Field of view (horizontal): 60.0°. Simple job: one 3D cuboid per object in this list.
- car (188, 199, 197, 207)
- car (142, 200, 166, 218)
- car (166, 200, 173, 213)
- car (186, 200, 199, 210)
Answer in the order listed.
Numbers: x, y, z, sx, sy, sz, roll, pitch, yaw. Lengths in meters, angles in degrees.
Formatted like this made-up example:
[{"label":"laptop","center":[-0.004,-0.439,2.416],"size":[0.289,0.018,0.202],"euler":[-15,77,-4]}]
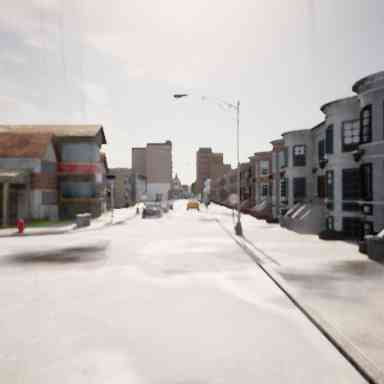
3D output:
[{"label":"car","center":[0.102,2.311,69.076],"size":[1.812,1.442,4.674],"euler":[0,0,0]},{"label":"car","center":[-4.074,1.877,34.911],"size":[1.837,1.490,4.892],"euler":[0,-1,0]},{"label":"car","center":[-4.058,2.023,44.660],"size":[2.033,1.411,5.357],"euler":[0,-1,0]},{"label":"car","center":[0.148,2.035,52.382],"size":[1.882,1.535,5.008],"euler":[0,-1,0]}]
